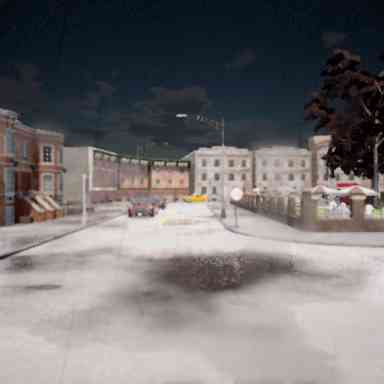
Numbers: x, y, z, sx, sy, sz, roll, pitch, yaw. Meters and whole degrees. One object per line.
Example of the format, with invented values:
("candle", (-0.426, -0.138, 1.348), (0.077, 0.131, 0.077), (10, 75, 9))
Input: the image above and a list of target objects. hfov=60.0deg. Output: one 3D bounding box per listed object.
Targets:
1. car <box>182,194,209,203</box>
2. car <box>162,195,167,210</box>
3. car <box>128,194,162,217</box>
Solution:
("car", (0.588, 1.060, 58.220), (5.008, 1.535, 1.882), (0, 0, -35))
("car", (-4.089, 1.081, 38.110), (2.097, 1.767, 4.553), (0, 0, 0))
("car", (-4.090, 1.147, 28.351), (2.097, 1.767, 4.553), (0, 0, 0))
